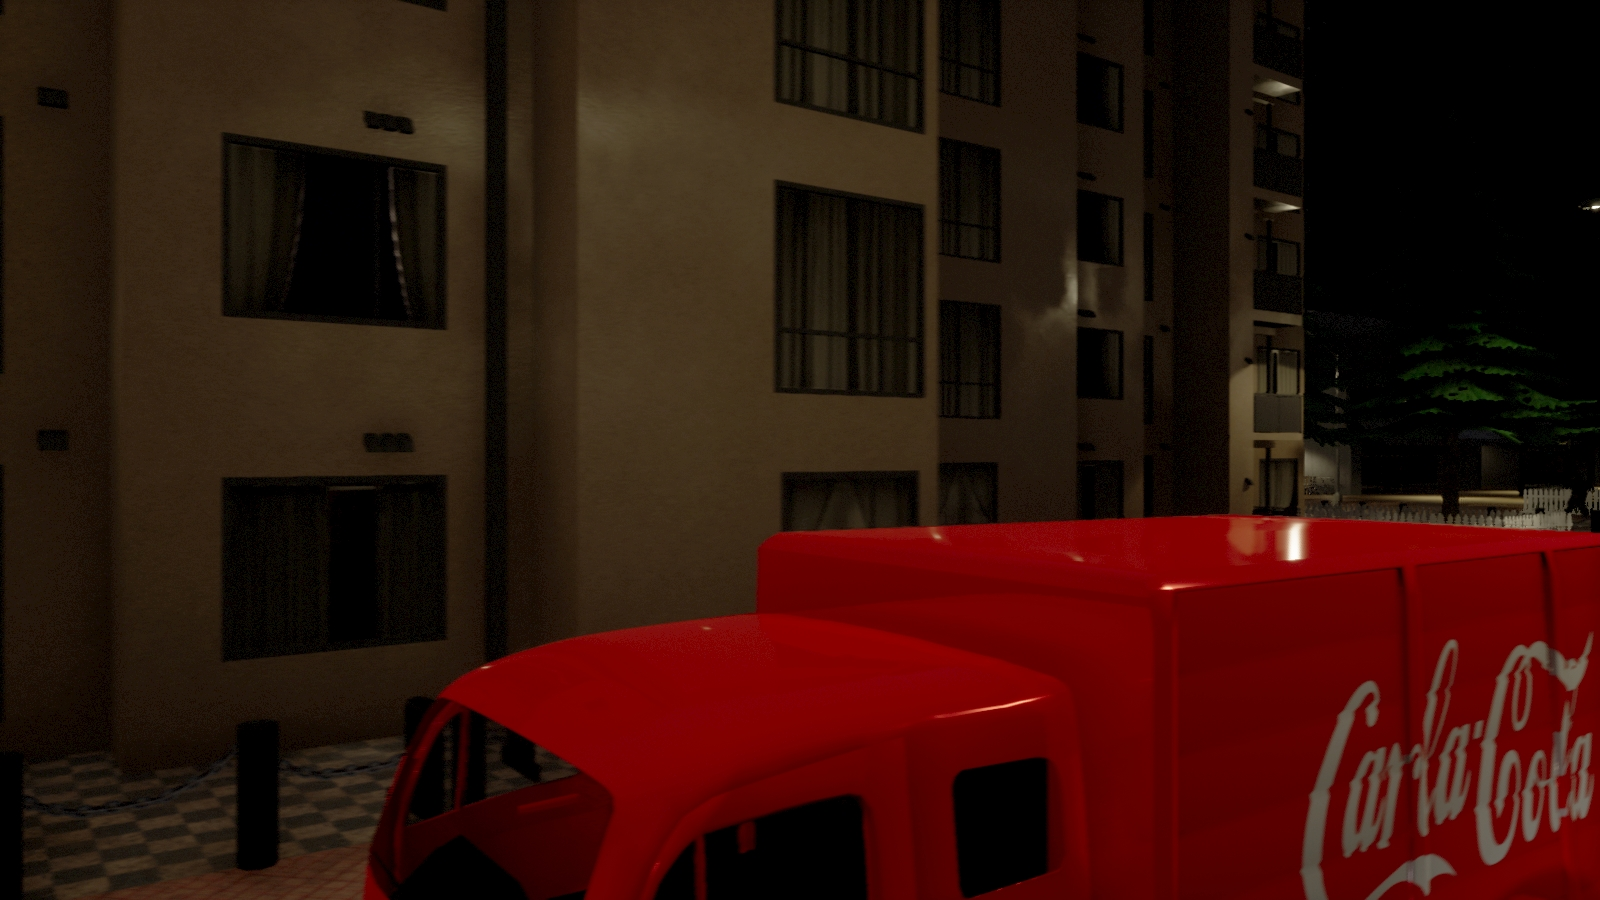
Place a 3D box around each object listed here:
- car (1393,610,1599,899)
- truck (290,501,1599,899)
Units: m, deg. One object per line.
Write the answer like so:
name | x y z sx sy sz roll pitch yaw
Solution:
car | 6.868 2.086 8.580 5.357 1.411 2.033 0 0 -35
truck | 1.051 1.548 4.525 5.204 2.467 2.627 0 0 -35
